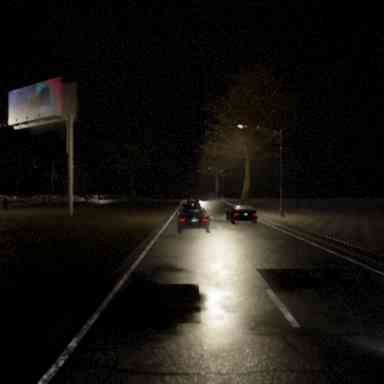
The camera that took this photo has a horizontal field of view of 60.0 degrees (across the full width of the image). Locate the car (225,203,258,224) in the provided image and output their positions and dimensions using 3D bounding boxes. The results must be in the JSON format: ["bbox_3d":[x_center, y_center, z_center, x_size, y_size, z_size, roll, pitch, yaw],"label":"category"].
[{"bbox_3d":[3.593,1.532,24.725,2.033,1.411,5.357,0,0,0],"label":"car"}]

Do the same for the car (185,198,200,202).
[{"bbox_3d":[0.090,1.474,41.373,1.994,1.385,4.181,0,0,0],"label":"car"}]

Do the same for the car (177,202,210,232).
[{"bbox_3d":[0.096,1.543,19.884,2.033,1.411,5.357,0,0,0],"label":"car"}]
